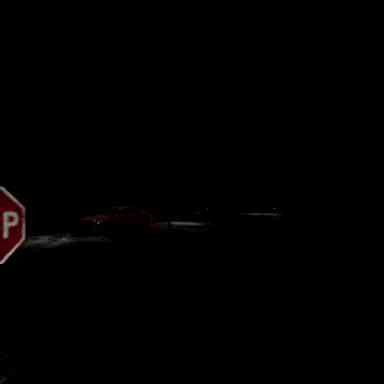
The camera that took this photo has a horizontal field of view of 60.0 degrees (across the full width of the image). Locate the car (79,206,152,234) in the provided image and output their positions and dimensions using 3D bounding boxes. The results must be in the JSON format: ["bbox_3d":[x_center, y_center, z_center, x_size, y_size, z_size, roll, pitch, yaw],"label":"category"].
[{"bbox_3d":[-4.614,1.646,20.768,1.882,1.535,5.008,0,0,35],"label":"car"}]

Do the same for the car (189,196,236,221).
[{"bbox_3d":[2.024,1.426,30.098,2.150,2.045,5.566,0,-1,35],"label":"car"}]

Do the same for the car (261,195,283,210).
[{"bbox_3d":[10.523,1.460,41.996,2.150,2.045,5.566,0,0,36],"label":"car"}]
